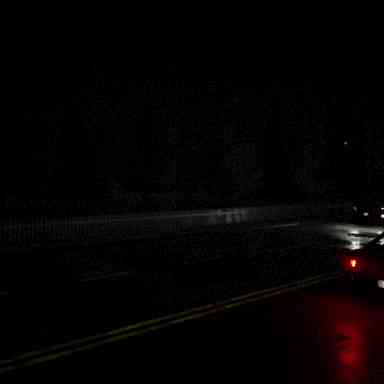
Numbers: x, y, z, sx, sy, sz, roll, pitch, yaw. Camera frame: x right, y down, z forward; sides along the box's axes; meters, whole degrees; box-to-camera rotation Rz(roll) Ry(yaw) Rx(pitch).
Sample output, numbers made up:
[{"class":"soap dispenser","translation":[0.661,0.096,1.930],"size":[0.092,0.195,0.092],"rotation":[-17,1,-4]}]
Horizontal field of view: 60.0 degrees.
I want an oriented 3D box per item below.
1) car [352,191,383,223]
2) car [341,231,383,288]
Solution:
[{"class":"car","translation":[12.773,0.954,21.753],"size":[5.566,2.045,2.150],"rotation":[-1,0,-36]},{"class":"car","translation":[5.595,1.496,7.773],"size":[4.718,1.301,1.895],"rotation":[-1,0,-35]}]
